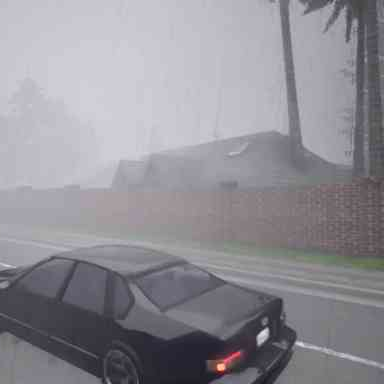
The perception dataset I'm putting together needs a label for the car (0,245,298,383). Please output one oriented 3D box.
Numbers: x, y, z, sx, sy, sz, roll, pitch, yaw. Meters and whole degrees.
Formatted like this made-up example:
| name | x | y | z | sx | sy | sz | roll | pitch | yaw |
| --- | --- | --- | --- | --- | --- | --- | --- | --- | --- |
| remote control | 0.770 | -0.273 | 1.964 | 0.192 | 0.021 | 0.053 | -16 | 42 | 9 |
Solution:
| name | x | y | z | sx | sy | sz | roll | pitch | yaw |
| --- | --- | --- | --- | --- | --- | --- | --- | --- | --- |
| car | -1.304 | 1.539 | 4.915 | 5.357 | 1.411 | 2.033 | 0 | 0 | 36 |
